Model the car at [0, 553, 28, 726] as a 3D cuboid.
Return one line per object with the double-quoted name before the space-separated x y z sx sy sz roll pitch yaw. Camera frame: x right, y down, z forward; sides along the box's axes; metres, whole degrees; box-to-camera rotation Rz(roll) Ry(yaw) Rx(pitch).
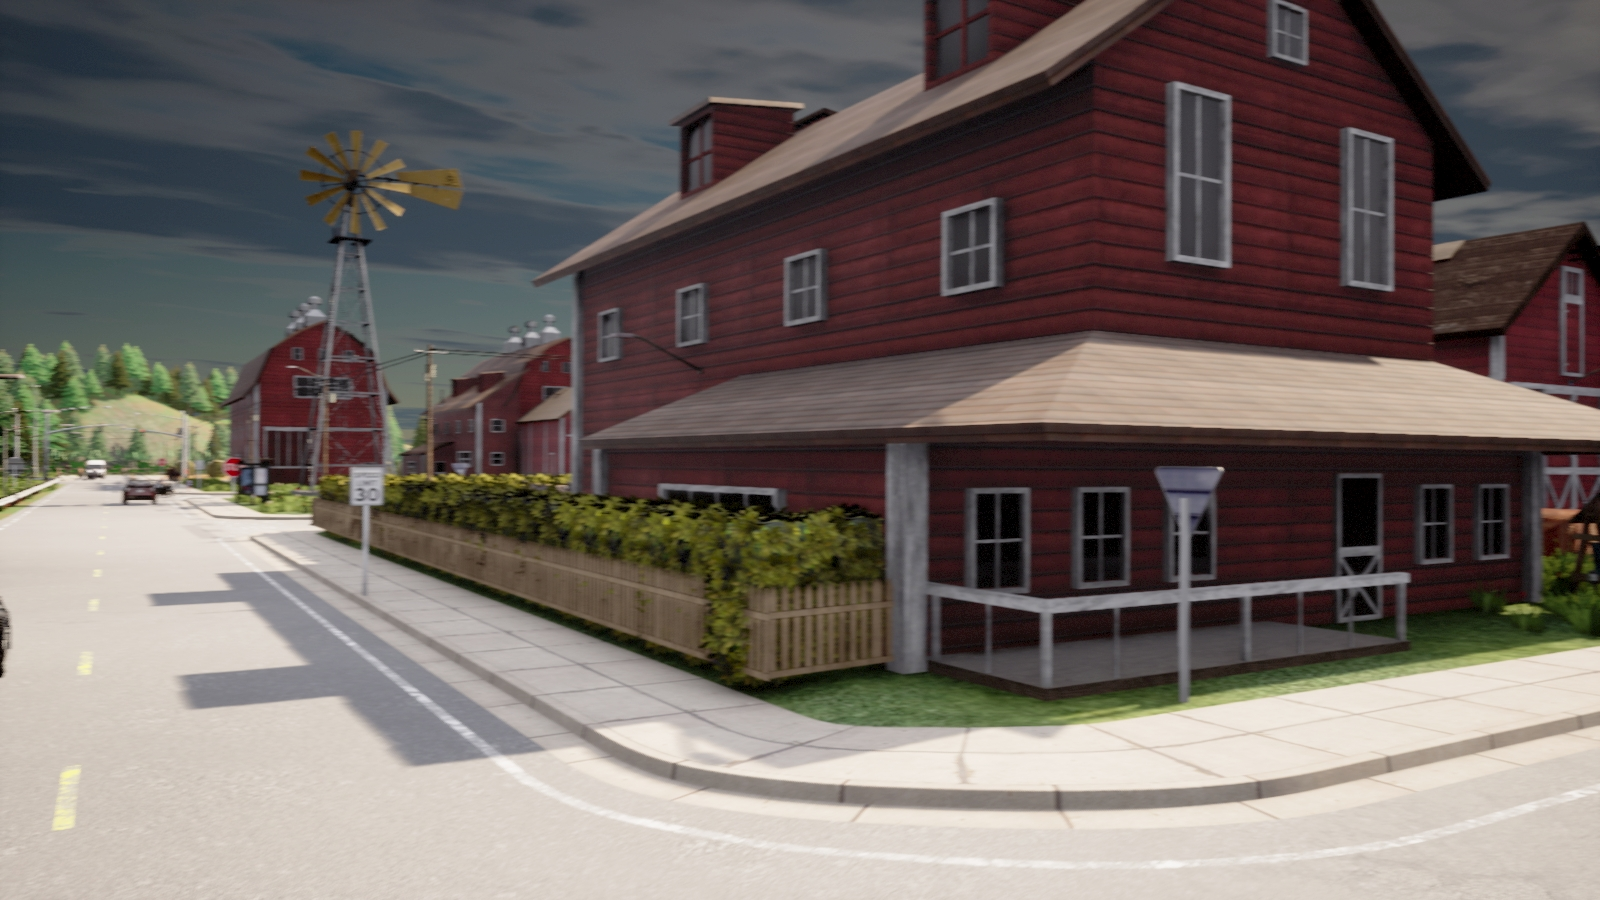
"car" -10.353 2.152 13.182 2.128 1.511 4.902 1 -1 -31
